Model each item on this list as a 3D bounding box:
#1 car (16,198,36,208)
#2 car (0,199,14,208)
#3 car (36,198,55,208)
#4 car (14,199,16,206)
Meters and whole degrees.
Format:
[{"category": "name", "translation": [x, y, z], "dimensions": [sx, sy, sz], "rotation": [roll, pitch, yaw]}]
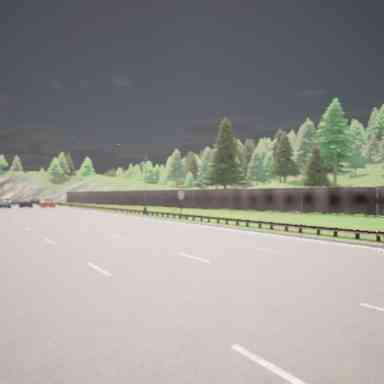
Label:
[{"category": "car", "translation": [-30.525, 2.107, 61.009], "dimensions": [1.882, 1.535, 5.008], "rotation": [1, -1, -33]}, {"category": "car", "translation": [-32.977, 2.159, 58.364], "dimensions": [1.994, 1.385, 4.181], "rotation": [1, -1, -33]}, {"category": "car", "translation": [-27.172, 2.003, 62.283], "dimensions": [2.097, 1.767, 4.553], "rotation": [1, -1, -33]}, {"category": "car", "translation": [-37.388, 2.160, 71.218], "dimensions": [2.033, 1.411, 5.357], "rotation": [1, -1, -34]}]
